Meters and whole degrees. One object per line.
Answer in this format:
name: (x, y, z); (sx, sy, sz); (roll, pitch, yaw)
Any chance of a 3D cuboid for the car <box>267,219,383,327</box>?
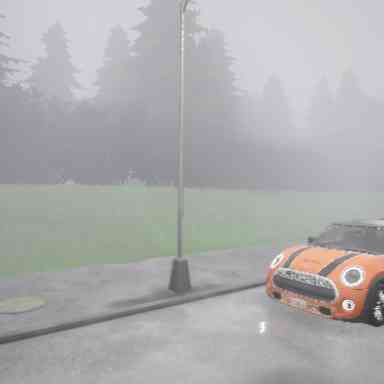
car: (3.747, 1.419, 7.276); (4.553, 1.767, 2.097); (1, 0, -35)
